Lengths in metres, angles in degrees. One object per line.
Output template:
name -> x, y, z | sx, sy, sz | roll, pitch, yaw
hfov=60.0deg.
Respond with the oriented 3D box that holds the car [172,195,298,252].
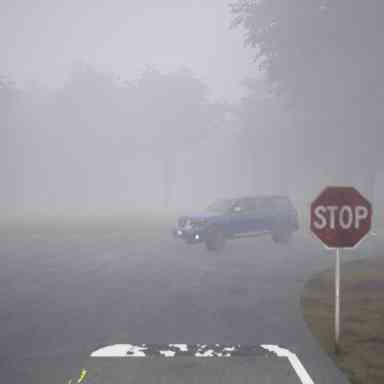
car -> 1.927, 1.154, 13.954 | 5.566, 2.045, 2.150 | -1, -1, -29
